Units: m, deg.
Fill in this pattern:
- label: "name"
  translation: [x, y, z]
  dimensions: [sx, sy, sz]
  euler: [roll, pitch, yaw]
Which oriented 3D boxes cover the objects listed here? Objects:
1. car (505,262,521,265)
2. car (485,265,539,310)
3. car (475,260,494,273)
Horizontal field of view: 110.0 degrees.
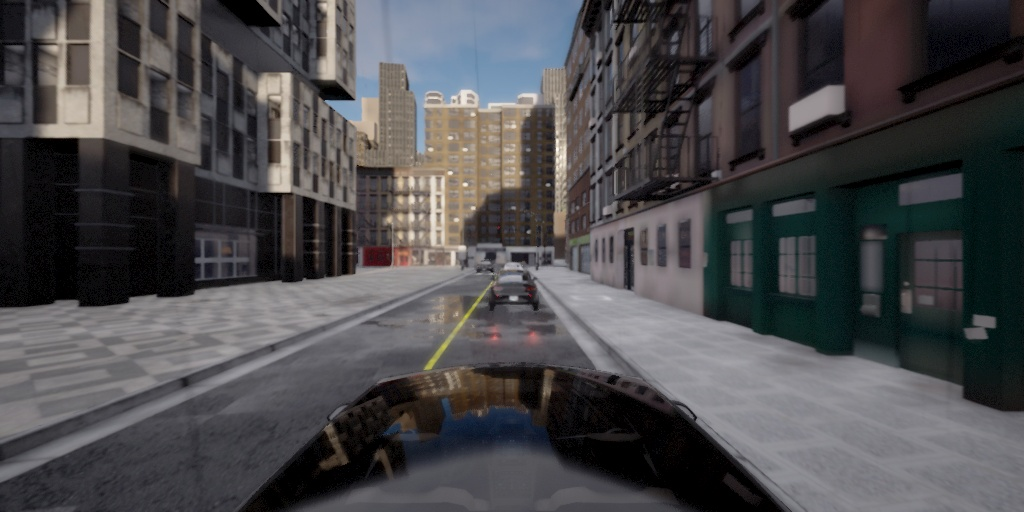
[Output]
- label: "car"
  translation: [0.085, 1.246, 29.400]
  dimensions: [1.812, 1.442, 4.674]
  euler: [0, 0, 0]
- label: "car"
  translation: [0.080, 1.266, 14.482]
  dimensions: [1.812, 1.442, 4.674]
  euler: [0, 0, 0]
- label: "car"
  translation: [-3.060, 1.221, 41.818]
  dimensions: [1.812, 1.442, 4.674]
  euler: [0, 0, 0]
